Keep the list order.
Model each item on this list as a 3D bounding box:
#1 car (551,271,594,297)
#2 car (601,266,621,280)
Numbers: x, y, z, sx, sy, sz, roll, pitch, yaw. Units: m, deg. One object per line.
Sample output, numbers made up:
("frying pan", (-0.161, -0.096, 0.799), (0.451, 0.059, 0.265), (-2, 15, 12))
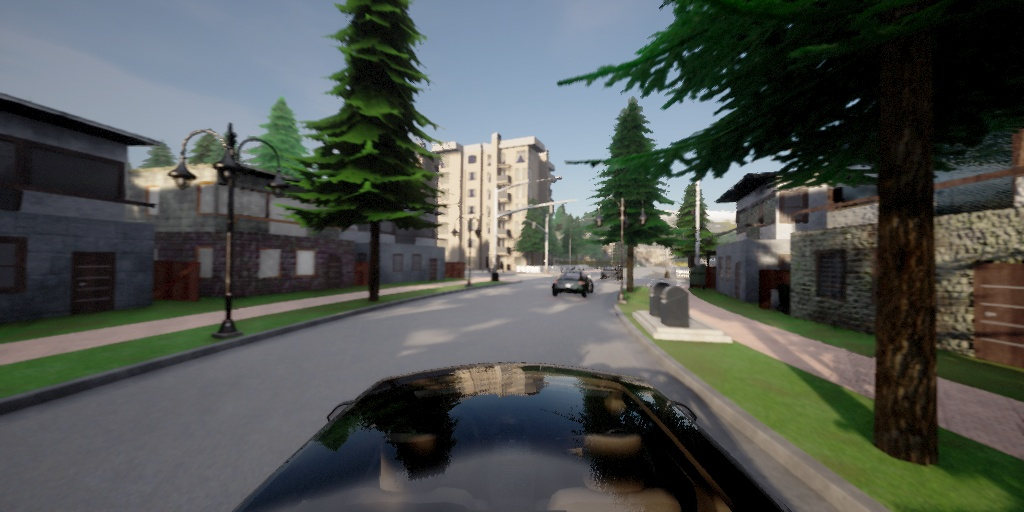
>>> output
("car", (3.657, 1.587, 21.261), (1.994, 1.385, 4.181), (1, -1, 19))
("car", (11.143, 1.856, 40.085), (2.128, 1.511, 4.902), (0, -1, 23))
